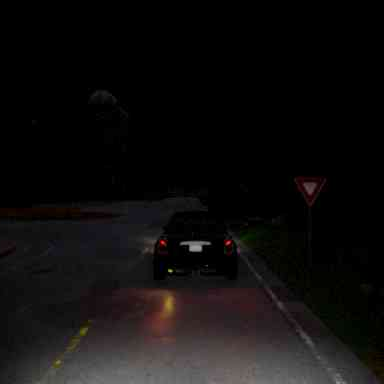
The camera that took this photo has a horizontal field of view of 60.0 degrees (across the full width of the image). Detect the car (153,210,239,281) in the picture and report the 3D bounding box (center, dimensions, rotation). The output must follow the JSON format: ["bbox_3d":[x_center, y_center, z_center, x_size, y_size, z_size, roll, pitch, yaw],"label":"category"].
[{"bbox_3d":[0.086,1.339,9.938,2.097,1.767,4.553,0,0,0],"label":"car"}]

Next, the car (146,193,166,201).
[{"bbox_3d":[-9.060,1.448,81.132,4.181,1.381,1.994,0,0,-1],"label":"car"}]
